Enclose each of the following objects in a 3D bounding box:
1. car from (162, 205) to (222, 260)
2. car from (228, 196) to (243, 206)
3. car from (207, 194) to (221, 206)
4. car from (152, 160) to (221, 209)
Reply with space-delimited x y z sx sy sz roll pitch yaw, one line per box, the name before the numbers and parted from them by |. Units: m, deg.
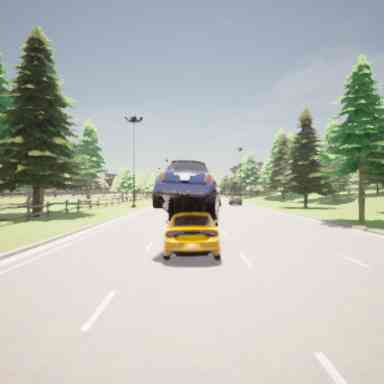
car | -0.002 1.469 12.387 1.882 1.535 5.008 -1 0 0
car | 7.010 1.395 53.828 2.128 1.511 4.902 0 0 0
car | 3.510 1.256 53.799 2.097 1.767 4.553 0 0 0
car | -0.026 0.087 12.755 2.097 1.767 4.553 3 -14 7
